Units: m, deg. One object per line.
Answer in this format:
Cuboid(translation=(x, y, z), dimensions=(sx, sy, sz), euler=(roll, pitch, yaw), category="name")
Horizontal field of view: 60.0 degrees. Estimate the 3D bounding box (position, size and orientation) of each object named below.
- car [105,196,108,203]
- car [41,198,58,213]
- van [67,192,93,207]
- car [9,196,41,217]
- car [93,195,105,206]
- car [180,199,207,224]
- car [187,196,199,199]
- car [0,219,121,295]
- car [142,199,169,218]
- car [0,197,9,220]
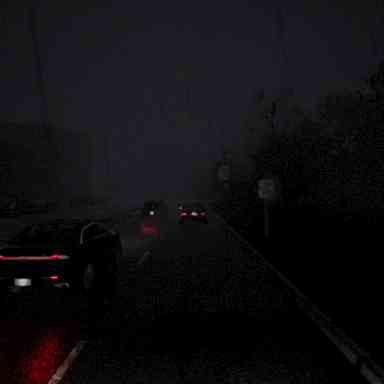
Cuboid(translation=(-15.578, 1.260, 56.693), dimensions=(2.002, 1.452, 4.674), euler=(-2, 0, 0), category="car")
Cuboid(translation=(-15.514, 1.349, 34.654), dimensions=(2.002, 1.452, 4.674), euler=(0, 0, 0), category="car")
Cuboid(translation=(-15.537, 1.039, 45.584), dimensions=(1.878, 1.987, 4.442), euler=(0, 0, 0), category="van")
Cuboid(translation=(-15.501, 1.206, 29.032), dimensions=(2.185, 1.767, 4.553), euler=(0, 0, 0), category="car")
Cuboid(translation=(-15.550, 1.272, 51.196), dimensions=(2.163, 1.488, 4.792), euler=(0, 0, 0), category="car")
Cuboid(translation=(0.102, 1.445, 23.757), dimensions=(2.033, 1.411, 5.357), euler=(0, 0, 0), category="car")
Cuboid(translation=(0.121, 1.299, 41.645), dimensions=(1.882, 1.535, 5.008), euler=(0, 0, 0), category="car")
Cuboid(translation=(-3.148, 1.454, 8.625), dimensions=(2.128, 1.511, 4.902), euler=(0, 0, 0), category="car")
Cuboid(translation=(-3.140, 1.382, 28.530), dimensions=(1.837, 1.490, 4.892), euler=(0, 0, 0), category="car")
Cuboid(translation=(-15.490, 1.229, 23.506), dimensions=(2.185, 1.767, 4.553), euler=(0, 0, 0), category="car")
